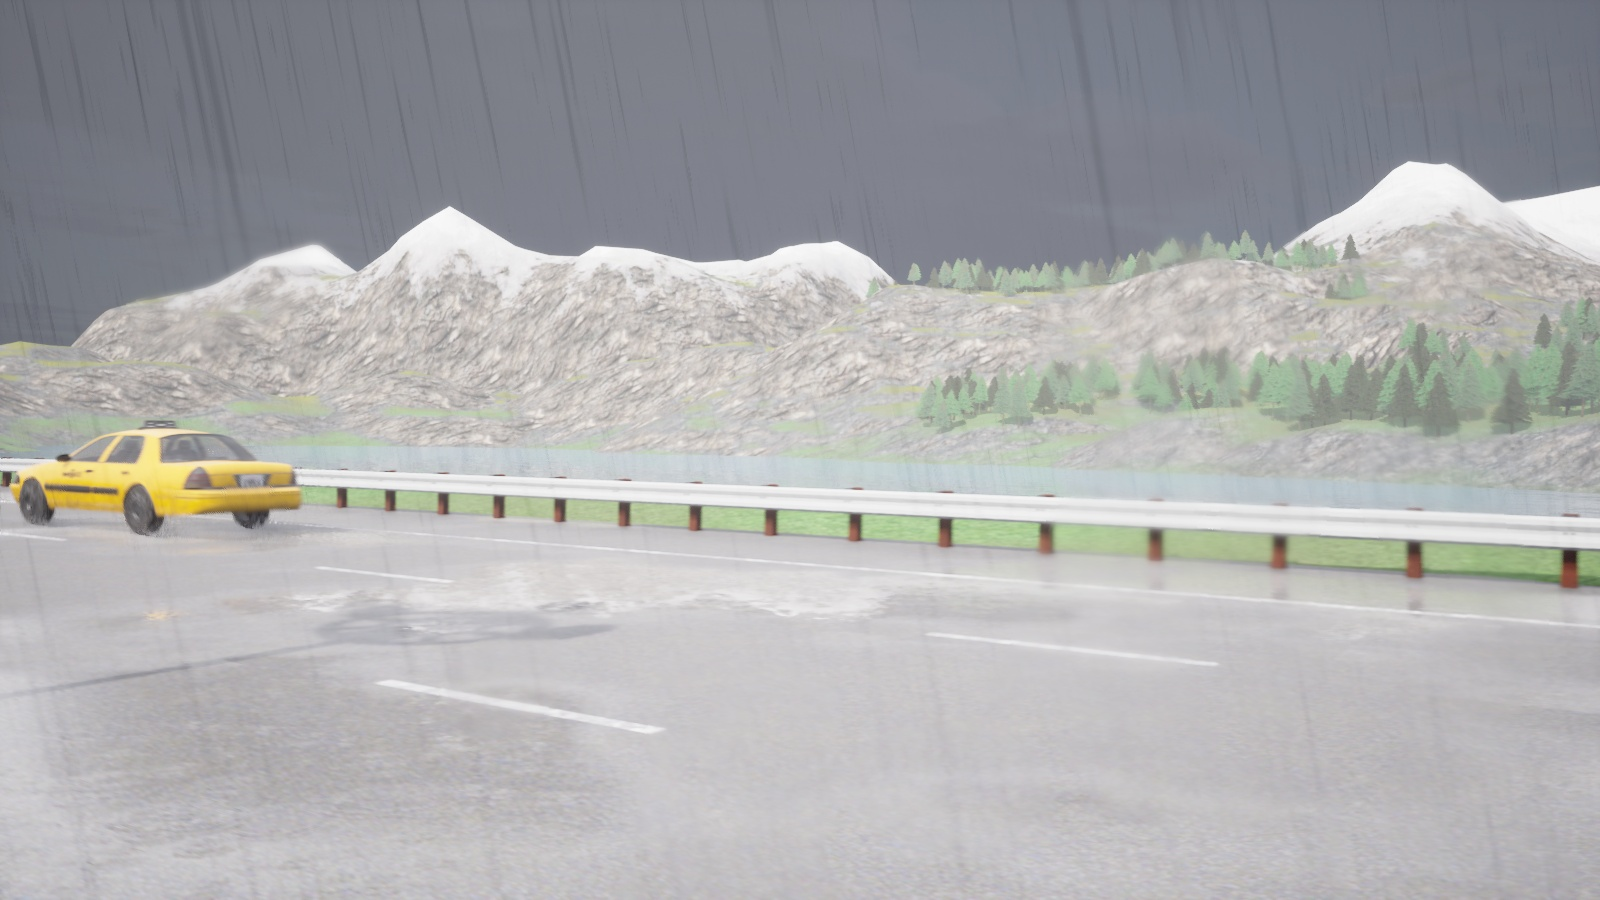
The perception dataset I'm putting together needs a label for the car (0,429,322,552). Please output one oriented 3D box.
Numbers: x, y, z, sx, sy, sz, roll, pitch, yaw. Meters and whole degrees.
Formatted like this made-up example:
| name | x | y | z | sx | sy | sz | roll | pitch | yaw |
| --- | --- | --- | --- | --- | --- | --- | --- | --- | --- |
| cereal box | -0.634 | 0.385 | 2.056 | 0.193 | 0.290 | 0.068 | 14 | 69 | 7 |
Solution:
| name | x | y | z | sx | sy | sz | roll | pitch | yaw |
| --- | --- | --- | --- | --- | --- | --- | --- | --- | --- |
| car | -9.424 | 0.505 | 18.287 | 5.366 | 1.575 | 1.801 | 0 | 1 | 34 |
